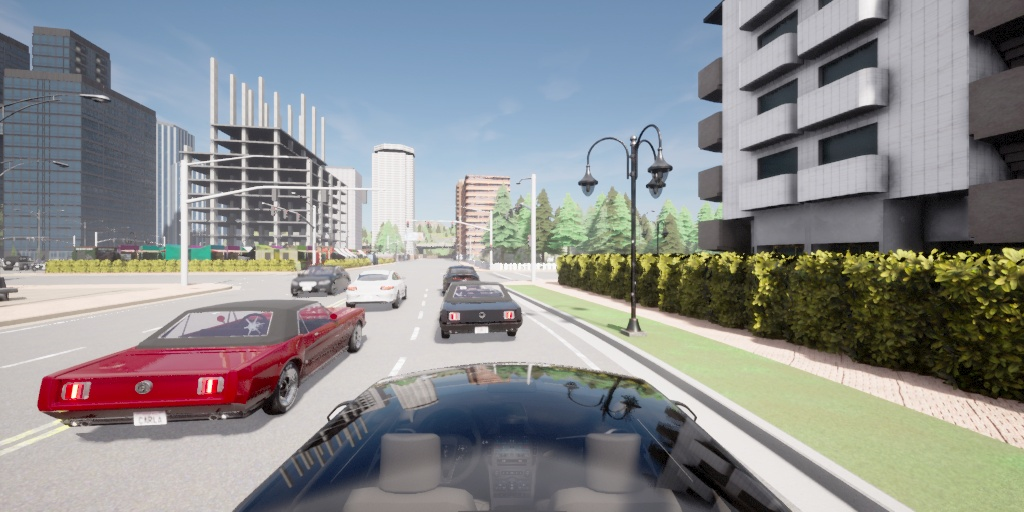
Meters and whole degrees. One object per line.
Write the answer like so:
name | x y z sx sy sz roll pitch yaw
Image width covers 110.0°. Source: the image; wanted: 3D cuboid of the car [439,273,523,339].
car | -1.029 1.351 10.134 1.895 1.301 4.718 0 0 -9

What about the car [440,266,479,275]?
car | -2.769 1.255 19.226 1.837 1.490 4.892 0 0 -11

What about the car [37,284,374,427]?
car | -3.905 1.351 5.826 1.895 1.301 4.718 0 0 -7

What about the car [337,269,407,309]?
car | -5.433 1.276 14.711 1.812 1.442 4.674 0 0 -11

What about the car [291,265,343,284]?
car | -9.934 1.243 18.928 2.128 1.511 4.902 0 0 -12
